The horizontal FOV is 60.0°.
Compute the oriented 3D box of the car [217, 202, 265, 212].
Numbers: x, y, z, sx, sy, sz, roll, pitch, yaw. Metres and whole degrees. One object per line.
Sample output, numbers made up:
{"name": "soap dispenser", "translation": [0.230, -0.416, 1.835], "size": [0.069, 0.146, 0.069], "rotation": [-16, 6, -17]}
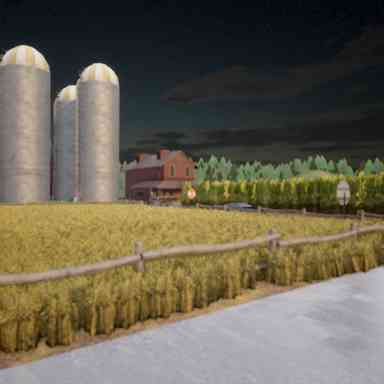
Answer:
{"name": "car", "translation": [4.644, 1.717, 32.411], "size": [2.033, 1.411, 5.357], "rotation": [0, 0, -36]}

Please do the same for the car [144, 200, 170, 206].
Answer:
{"name": "car", "translation": [-4.904, 1.703, 45.869], "size": [1.895, 1.301, 4.718], "rotation": [0, 0, -36]}
